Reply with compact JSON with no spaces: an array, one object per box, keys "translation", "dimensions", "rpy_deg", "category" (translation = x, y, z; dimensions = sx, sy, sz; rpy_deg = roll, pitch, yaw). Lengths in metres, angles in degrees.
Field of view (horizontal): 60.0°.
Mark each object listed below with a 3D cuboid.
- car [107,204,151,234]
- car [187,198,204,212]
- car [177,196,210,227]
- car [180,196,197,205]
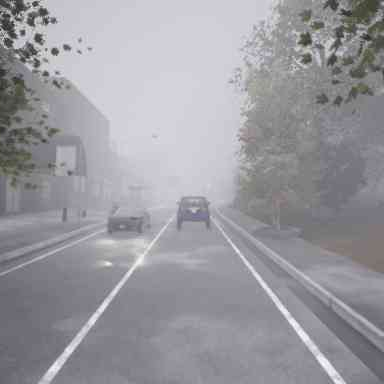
[{"translation":[-3.588,1.516,19.606],"dimensions":[1.882,1.535,5.008],"rpy_deg":[0,0,0],"category":"car"},{"translation":[0.459,1.545,41.559],"dimensions":[1.882,1.535,5.008],"rpy_deg":[0,0,3],"category":"car"},{"translation":[0.106,1.266,23.133],"dimensions":[2.150,2.045,5.566],"rpy_deg":[0,0,0],"category":"car"},{"translation":[-0.536,1.628,62.363],"dimensions":[2.128,1.511,4.902],"rpy_deg":[-1,0,12],"category":"car"}]
